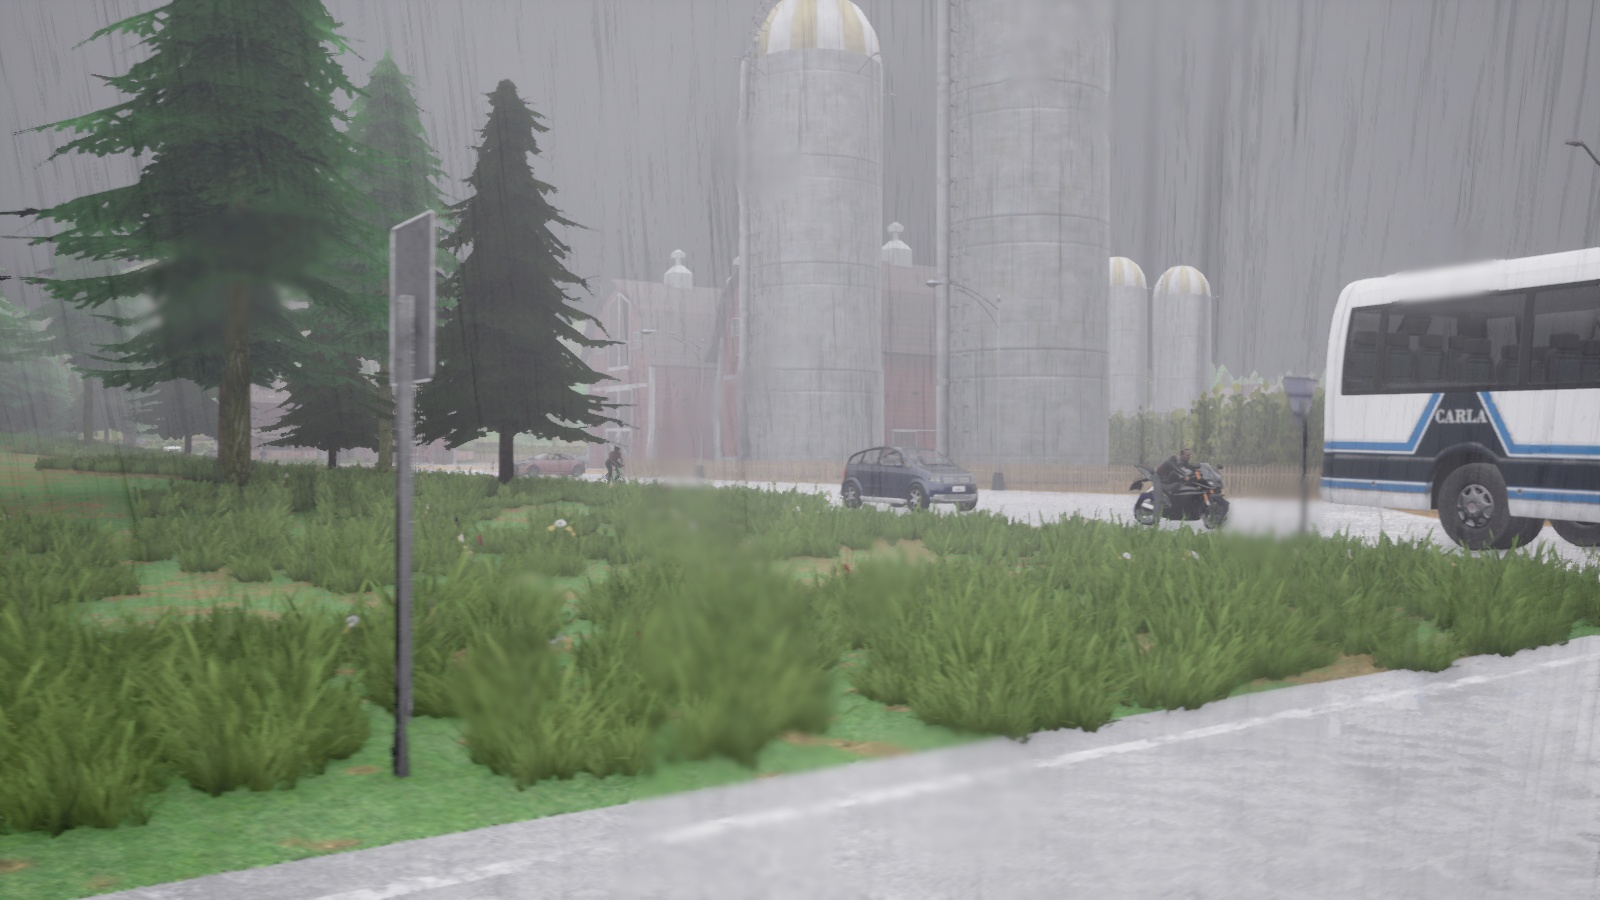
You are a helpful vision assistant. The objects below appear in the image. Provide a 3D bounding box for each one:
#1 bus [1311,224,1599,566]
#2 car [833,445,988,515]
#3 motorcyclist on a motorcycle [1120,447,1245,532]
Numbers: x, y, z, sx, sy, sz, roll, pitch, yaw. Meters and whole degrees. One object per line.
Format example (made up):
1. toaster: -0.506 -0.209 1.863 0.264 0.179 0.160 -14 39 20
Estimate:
1. bus: 11.912 -0.677 16.041 3.944 4.253 10.273 0 1 -21
2. car: 2.612 0.674 30.359 1.789 1.549 3.705 0 0 -34
3. motorcyclist on a motorcycle: 7.179 0.710 23.664 0.866 1.530 2.191 0 0 -34
